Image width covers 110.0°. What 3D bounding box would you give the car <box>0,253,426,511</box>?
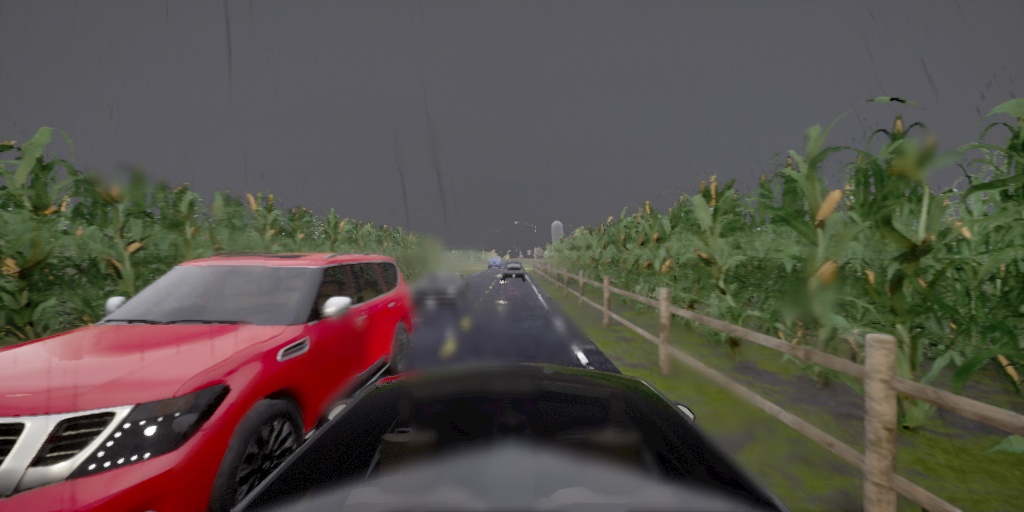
[{"bbox_3d":[-2.849,0.969,4.403,2.150,2.045,5.566,0,0,0],"label":"car"}]

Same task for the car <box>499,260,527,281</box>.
[{"bbox_3d":[0.141,1.266,30.008,1.837,1.490,4.892,0,0,0],"label":"car"}]

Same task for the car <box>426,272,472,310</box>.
[{"bbox_3d":[-2.825,1.348,14.788,1.895,1.301,4.718,0,0,0],"label":"car"}]

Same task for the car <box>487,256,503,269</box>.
[{"bbox_3d":[-2.712,1.014,57.976,2.150,2.045,5.566,0,0,1],"label":"car"}]
